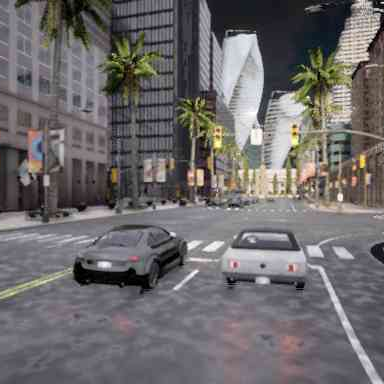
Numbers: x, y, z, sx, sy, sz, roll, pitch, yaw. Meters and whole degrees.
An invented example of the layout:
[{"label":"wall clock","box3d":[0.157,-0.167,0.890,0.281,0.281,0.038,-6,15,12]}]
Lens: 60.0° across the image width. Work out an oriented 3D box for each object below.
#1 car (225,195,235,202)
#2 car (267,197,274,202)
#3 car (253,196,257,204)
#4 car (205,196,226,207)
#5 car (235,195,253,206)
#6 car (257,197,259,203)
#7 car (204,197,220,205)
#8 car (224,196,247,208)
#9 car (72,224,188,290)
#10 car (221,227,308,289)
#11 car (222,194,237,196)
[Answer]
[{"label":"car","box3d":[10.110,1.745,88.101,2.185,1.767,4.553,0,0,15]},{"label":"car","box3d":[21.735,1.983,92.344,2.033,1.411,5.357,0,0,15]},{"label":"car","box3d":[12.527,1.858,72.401,1.812,1.442,4.674,0,0,16]},{"label":"car","box3d":[4.071,1.804,55.786,1.994,1.385,4.181,0,0,16]},{"label":"car","box3d":[9.737,1.764,62.737,1.882,1.535,5.008,0,0,16]},{"label":"car","box3d":[15.339,1.737,82.208,2.097,1.767,4.553,0,0,16]},{"label":"car","box3d":[4.040,1.799,67.026,2.161,1.482,4.786,0,0,15]},{"label":"car","box3d":[7.038,1.787,53.424,2.033,1.411,5.357,0,0,16]},{"label":"car","box3d":[-1.474,1.597,9.326,1.994,1.385,4.181,0,0,13]},{"label":"car","box3d":[2.096,1.646,9.382,1.895,1.301,4.718,0,0,14]},{"label":"car","box3d":[6.676,1.506,64.709,2.150,2.045,5.566,0,0,16]}]
